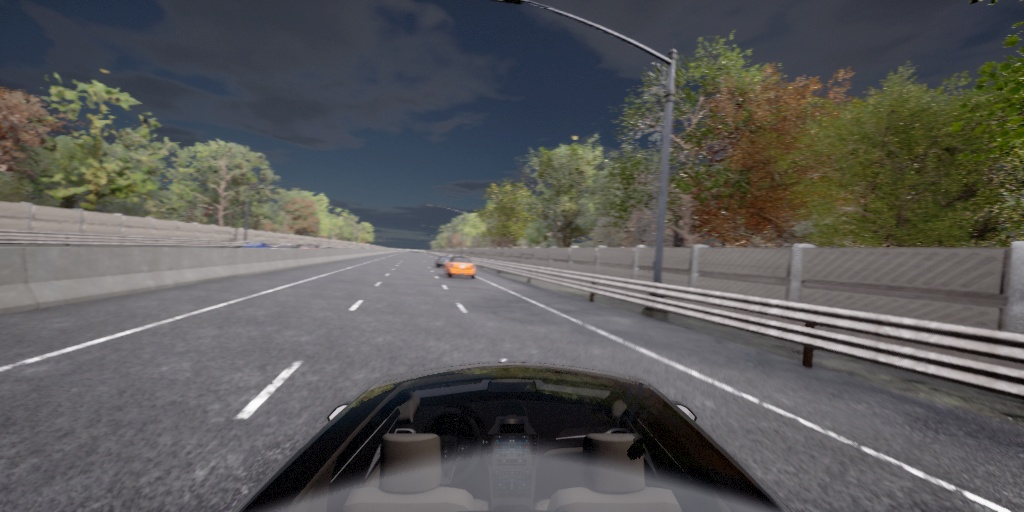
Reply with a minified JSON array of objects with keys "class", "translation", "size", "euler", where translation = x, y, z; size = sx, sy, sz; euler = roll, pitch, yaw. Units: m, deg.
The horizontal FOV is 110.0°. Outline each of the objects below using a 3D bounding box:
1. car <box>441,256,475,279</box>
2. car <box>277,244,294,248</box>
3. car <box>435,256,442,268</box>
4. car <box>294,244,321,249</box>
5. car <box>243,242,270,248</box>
[{"class":"car","translation":[-4.296,0.782,29.146],"size":[2.097,1.767,4.553],"euler":[4,0,-15]},{"class":"car","translation":[-32.172,-0.958,51.219],"size":[1.994,1.385,4.181],"euler":[4,0,-15]},{"class":"car","translation":[-8.237,0.712,43.488],"size":[1.994,1.385,4.181],"euler":[4,0,-15]},{"class":"car","translation":[-28.324,-0.896,50.417],"size":[2.097,1.767,4.553],"euler":[4,0,-15]},{"class":"car","translation":[-35.411,-1.268,49.838],"size":[1.882,1.535,5.008],"euler":[4,0,-15]}]
